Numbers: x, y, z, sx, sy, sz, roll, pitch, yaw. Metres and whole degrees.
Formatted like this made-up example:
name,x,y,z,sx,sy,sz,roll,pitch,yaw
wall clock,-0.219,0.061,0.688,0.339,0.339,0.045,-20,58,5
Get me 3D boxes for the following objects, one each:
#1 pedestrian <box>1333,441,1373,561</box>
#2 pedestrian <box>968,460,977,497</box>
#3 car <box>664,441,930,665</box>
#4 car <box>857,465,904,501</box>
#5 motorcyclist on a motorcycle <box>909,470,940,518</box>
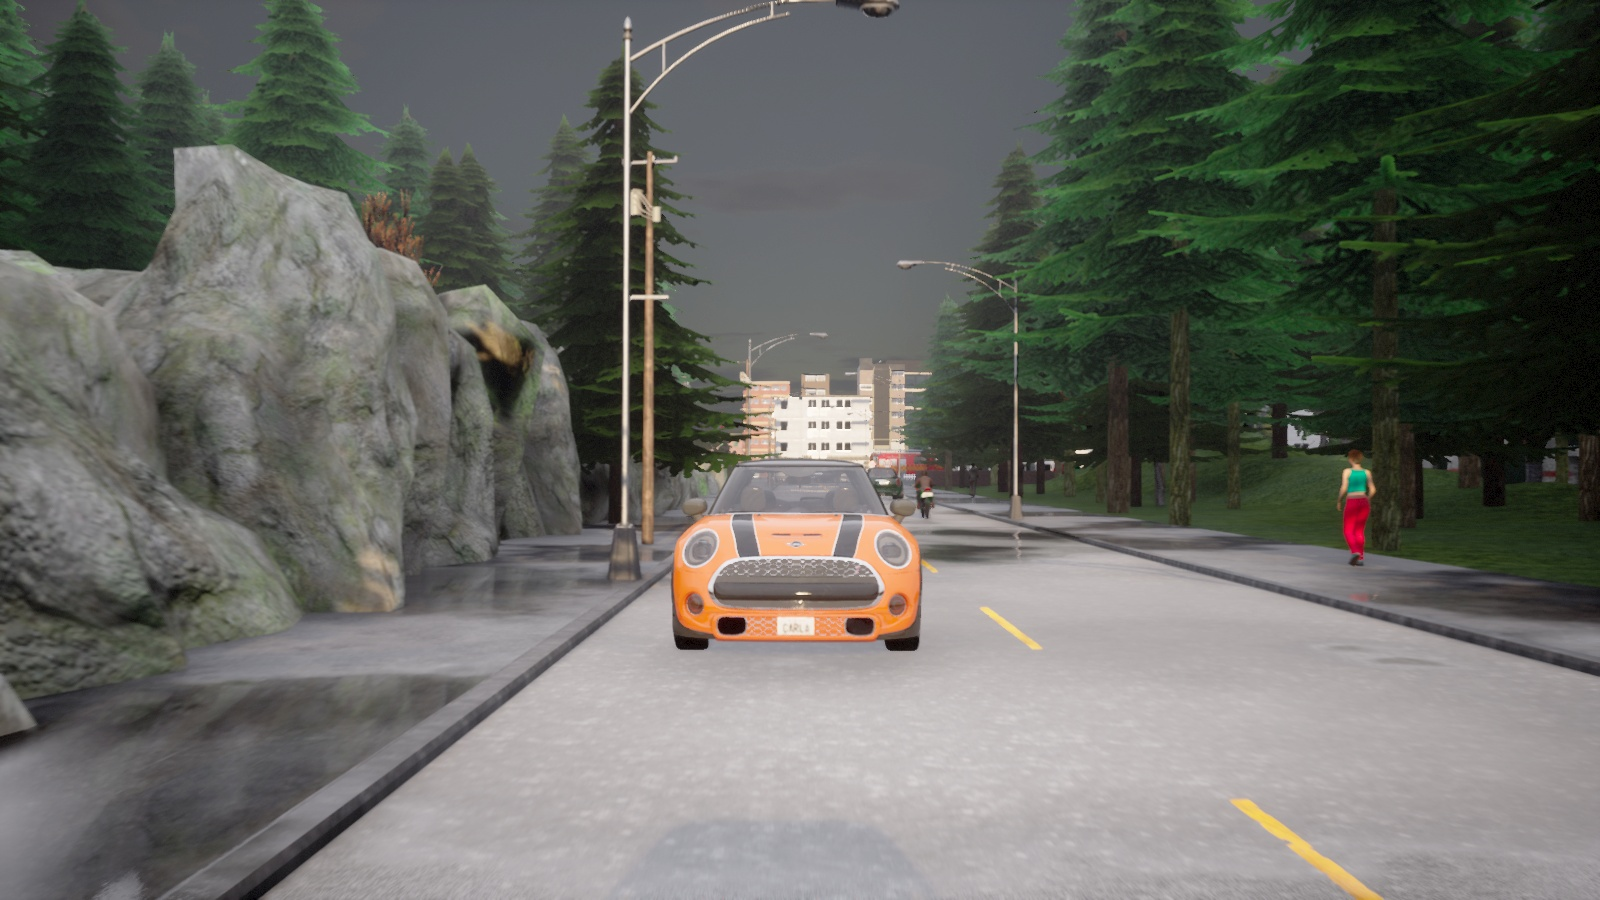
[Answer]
name,x,y,z,sx,sy,sz,roll,pitch,yaw
pedestrian,8.641,0.792,19.624,0.345,1.836,0.594,0,-1,0
pedestrian,9.208,1.524,66.992,0.396,1.930,0.692,0,-1,1
car,-0.002,0.863,12.210,2.097,1.767,4.553,0,-1,1
car,4.020,1.640,63.510,2.097,1.767,4.553,0,-1,0
motorcyclist on a motorcycle,4.009,1.407,40.576,0.797,1.523,2.044,0,-1,0
